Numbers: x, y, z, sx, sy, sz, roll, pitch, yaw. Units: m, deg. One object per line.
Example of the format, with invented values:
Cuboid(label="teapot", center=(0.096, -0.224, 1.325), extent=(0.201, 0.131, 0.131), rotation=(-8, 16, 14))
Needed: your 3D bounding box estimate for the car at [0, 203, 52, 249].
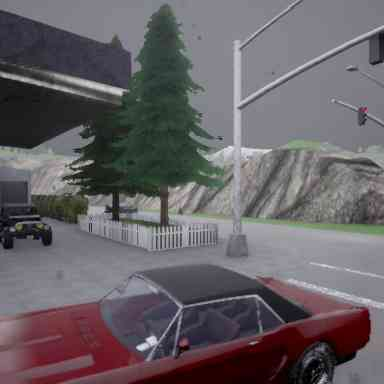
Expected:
Cuboid(label="car", center=(-8.047, 1.505, 15.803), extent=(1.905, 1.878, 3.866), rotation=(0, 0, -37))

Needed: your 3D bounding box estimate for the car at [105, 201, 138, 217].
Cuboid(label="car", center=(-7.112, 1.669, 33.298), extent=(1.882, 1.535, 5.008), rotation=(0, 0, -36))

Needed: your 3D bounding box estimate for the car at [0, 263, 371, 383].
Cuboid(label="car", center=(-0.303, 1.601, 3.677), extent=(4.718, 1.301, 1.895), rotation=(0, 0, -29))
